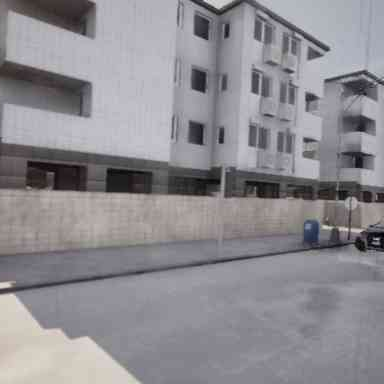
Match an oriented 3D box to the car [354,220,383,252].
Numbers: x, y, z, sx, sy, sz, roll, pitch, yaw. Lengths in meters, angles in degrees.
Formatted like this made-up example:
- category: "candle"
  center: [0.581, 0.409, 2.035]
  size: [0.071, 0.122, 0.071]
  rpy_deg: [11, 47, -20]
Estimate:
- category: "car"
  center: [9.001, 1.968, 14.759]
  size: [4.181, 1.385, 1.994]
  rpy_deg: [3, 0, -40]
